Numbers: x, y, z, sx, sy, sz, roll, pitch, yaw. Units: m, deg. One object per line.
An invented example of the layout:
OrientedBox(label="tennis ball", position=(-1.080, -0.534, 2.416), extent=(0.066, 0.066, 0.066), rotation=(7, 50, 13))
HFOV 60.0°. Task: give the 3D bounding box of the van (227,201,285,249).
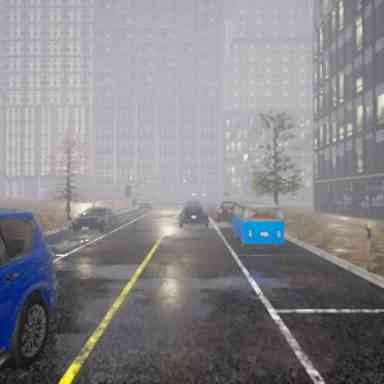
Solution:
OrientedBox(label="van", position=(2.708, 1.334, 14.261), extent=(1.690, 1.788, 3.998), rotation=(1, 0, 0))

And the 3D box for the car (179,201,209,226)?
OrientedBox(label="car", position=(0.115, 1.552, 23.066), extent=(1.994, 1.385, 4.181), rotation=(0, 0, 0))

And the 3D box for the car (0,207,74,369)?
OrientedBox(label="car", position=(-3.099, 1.221, 2.796), extent=(2.150, 2.045, 5.566), rotation=(0, 0, 0))

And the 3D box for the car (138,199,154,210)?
OrientedBox(label="car", position=(-5.790, 1.528, 42.483), extent=(2.008, 1.369, 4.403), rotation=(1, 0, 0))

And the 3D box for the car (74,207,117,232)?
OrientedBox(label="car", position=(-5.673, 1.557, 19.914), extent=(1.947, 1.339, 4.313), rotation=(1, 0, 0))

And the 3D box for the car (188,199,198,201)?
OrientedBox(label="car", position=(0.119, 1.542, 38.814), extent=(1.994, 1.385, 4.181), rotation=(0, 0, 0))

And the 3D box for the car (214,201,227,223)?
OrientedBox(label="car", position=(2.712, 1.427, 25.544), extent=(1.967, 1.590, 4.097), rotation=(1, 0, 0))
